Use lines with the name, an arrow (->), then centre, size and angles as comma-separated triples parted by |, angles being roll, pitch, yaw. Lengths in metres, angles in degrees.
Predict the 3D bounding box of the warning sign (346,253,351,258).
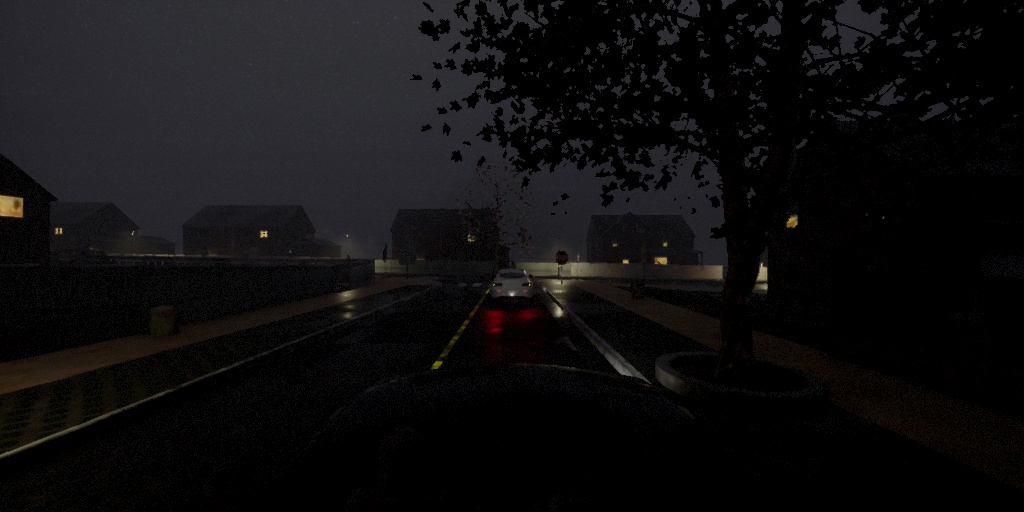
warning sign -> -15.844, 0.629, 34.644 | 1.060, 1.860, 1.300 | 0, 0, 0

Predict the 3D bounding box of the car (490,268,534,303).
car -> 0.000, 1.287, 16.501 | 1.812, 1.442, 4.674 | 0, 0, 0

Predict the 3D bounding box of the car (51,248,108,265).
car -> -39.403, 0.349, 31.979 | 5.566, 2.045, 2.150 | 1, 0, 0
